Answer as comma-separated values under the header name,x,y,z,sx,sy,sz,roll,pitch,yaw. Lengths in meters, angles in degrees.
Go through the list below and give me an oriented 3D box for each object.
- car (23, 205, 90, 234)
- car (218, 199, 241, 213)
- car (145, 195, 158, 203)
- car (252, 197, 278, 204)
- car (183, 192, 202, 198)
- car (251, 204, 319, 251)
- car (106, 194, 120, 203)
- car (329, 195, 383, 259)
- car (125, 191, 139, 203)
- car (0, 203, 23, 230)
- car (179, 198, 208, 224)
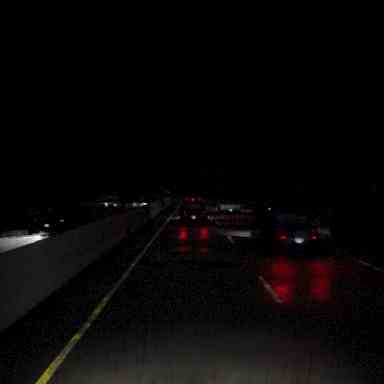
name,x,y,z,sx,sy,sz,roll,pitch,yaw
car,-7.099,1.434,18.240,1.994,1.385,4.181,0,0,0
car,3.601,1.383,33.074,1.895,1.301,4.718,0,0,0
car,-7.230,1.270,59.474,1.895,1.301,4.718,0,0,-2
car,7.101,1.289,32.493,1.837,1.490,4.892,0,0,0
car,0.102,0.963,41.139,2.150,2.045,5.566,0,0,0
car,3.600,1.427,13.459,1.812,1.442,4.674,0,0,0
car,-14.264,1.147,60.165,1.882,1.535,5.008,0,0,-3
car,7.101,1.132,12.236,2.150,2.045,5.566,0,0,0
car,-10.701,0.893,58.860,2.150,2.045,5.566,0,0,-2
car,-10.599,1.377,17.895,1.837,1.490,4.892,0,0,0
car,0.101,1.366,22.933,1.812,1.442,4.674,0,1,0
